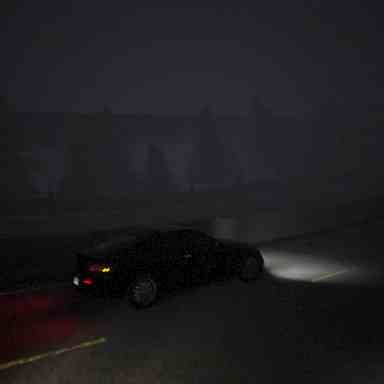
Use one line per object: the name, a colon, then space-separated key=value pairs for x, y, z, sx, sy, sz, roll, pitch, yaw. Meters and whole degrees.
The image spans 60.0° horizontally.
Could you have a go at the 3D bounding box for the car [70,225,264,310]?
car: x=-0.376 y=1.504 z=7.778 sx=4.674 sy=1.442 sz=1.812 roll=-1 pitch=1 yaw=-35
